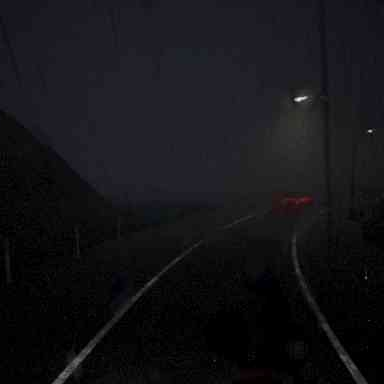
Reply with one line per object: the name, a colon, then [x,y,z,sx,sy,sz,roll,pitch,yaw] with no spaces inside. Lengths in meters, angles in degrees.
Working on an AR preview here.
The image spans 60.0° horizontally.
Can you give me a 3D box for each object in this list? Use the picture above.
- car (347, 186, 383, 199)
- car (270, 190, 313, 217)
car: [19.295,-0.010,36.951,5.357,1.411,2.033,-2,4,-37]
car: [7.040,0.603,23.219,2.097,1.767,4.553,2,4,31]
